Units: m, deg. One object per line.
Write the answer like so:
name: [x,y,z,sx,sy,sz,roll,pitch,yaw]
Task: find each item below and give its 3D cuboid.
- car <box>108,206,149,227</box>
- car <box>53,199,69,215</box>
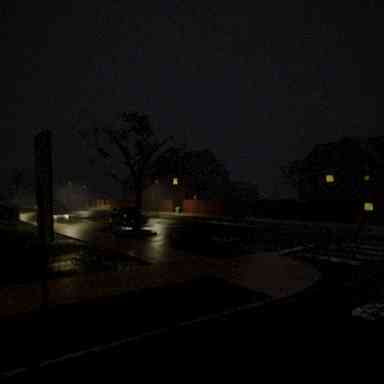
car: [-5.284,1.890,26.967,1.837,1.490,4.892,-2,0,-36]
car: [-18.586,1.956,45.577,2.150,2.045,5.566,-2,0,-35]
